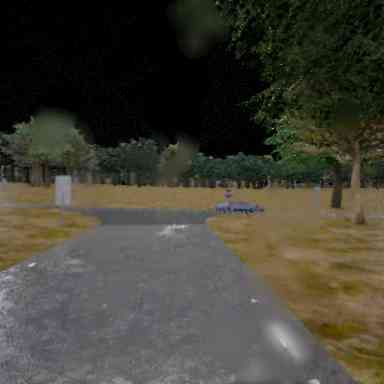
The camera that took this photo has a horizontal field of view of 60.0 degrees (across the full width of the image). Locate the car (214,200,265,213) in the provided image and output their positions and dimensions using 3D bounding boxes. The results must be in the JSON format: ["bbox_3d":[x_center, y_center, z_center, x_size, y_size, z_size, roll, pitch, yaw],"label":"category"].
[{"bbox_3d":[5.135,1.557,36.285,5.357,1.411,2.033,2,-1,-6],"label":"car"}]
